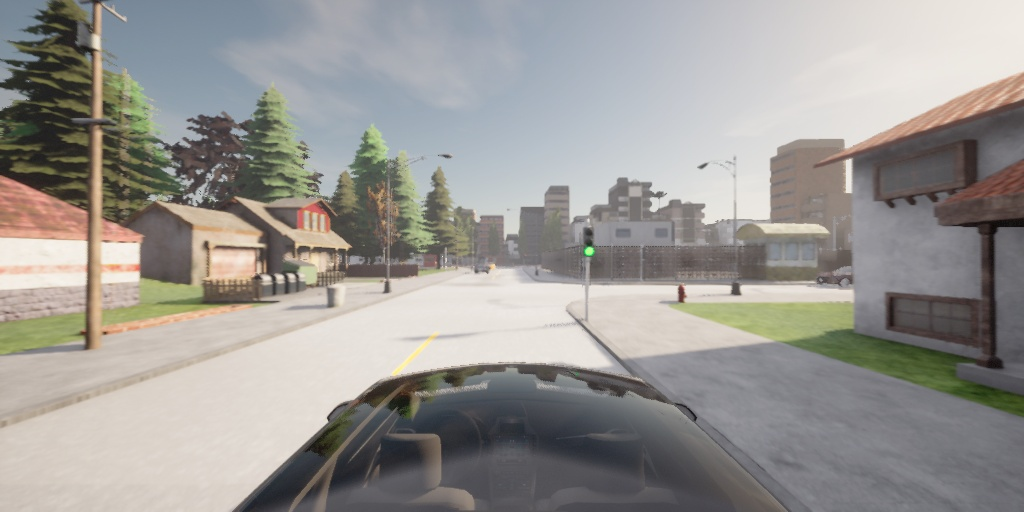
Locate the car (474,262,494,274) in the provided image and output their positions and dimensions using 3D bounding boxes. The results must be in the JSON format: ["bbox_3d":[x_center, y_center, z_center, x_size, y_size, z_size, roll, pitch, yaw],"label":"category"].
[{"bbox_3d":[-4.052,1.681,48.709,2.128,1.511,4.902,0,-1,1],"label":"car"}]

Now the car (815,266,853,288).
[{"bbox_3d":[24.706,1.451,25.751,5.008,1.535,1.882,0,-1,0],"label":"car"}]
